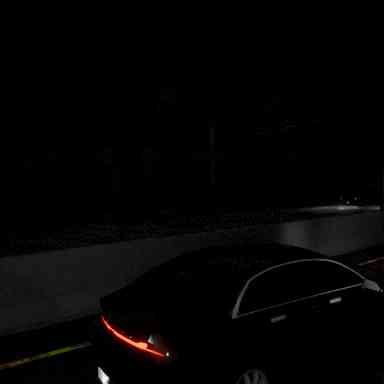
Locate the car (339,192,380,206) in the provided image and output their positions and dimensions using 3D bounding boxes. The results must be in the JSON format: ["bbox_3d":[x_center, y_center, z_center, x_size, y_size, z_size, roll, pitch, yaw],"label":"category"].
[{"bbox_3d":[16.710,0.647,33.138,4.718,1.301,1.895,-2,1,-36],"label":"car"}]

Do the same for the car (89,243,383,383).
[{"bbox_3d":[1.134,1.476,4.564,4.892,1.490,1.837,-1,1,-35],"label":"car"}]
